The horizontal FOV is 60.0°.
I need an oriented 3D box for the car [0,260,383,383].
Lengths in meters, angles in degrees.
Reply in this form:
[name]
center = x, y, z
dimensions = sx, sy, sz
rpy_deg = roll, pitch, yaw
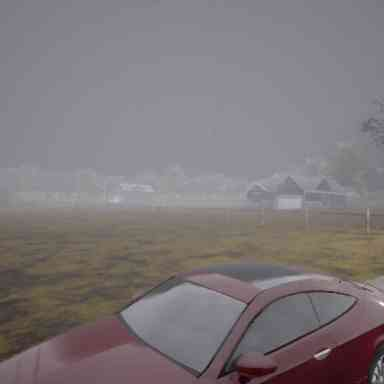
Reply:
[car]
center = 0.370, 1.524, 3.337
dimensions = 4.674, 1.442, 1.812
rpy_deg = 0, 0, -35
